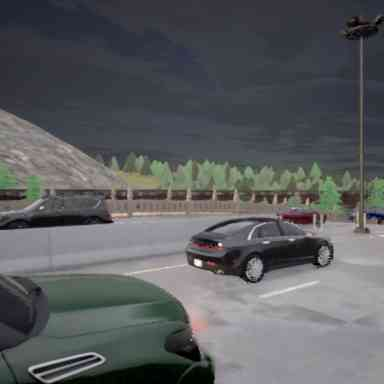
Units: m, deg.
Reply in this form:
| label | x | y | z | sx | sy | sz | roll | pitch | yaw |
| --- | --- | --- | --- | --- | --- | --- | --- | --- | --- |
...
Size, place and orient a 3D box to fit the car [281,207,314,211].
| label | x | y | z | sx | sy | sz | roll | pitch | yaw |
| --- | --- | --- | --- | --- | --- | --- | --- | --- | --- |
| car | 6.589 | 1.637 | 21.519 | 4.718 | 1.301 | 1.895 | 2 | -1 | -35 |

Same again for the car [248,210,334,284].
| label | x | y | z | sx | sy | sz | roll | pitch | yaw |
| --- | --- | --- | --- | --- | --- | --- | --- | --- | --- |
| car | 2.123 | 1.483 | 9.560 | 4.892 | 1.490 | 1.837 | 0 | 0 | -35 |

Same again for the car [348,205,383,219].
| label | x | y | z | sx | sy | sz | roll | pitch | yaw |
| --- | --- | --- | --- | --- | --- | --- | --- | --- | --- |
| car | 21.279 | 2.635 | 40.541 | 5.566 | 2.045 | 2.150 | 8 | -5 | -35 |

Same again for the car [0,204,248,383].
| label | x | y | z | sx | sy | sz | roll | pitch | yaw |
| --- | --- | --- | --- | --- | --- | --- | --- | --- | --- |
| car | -2.452 | 1.224 | 1.998 | 5.566 | 2.045 | 2.150 | 0 | 0 | -35 |

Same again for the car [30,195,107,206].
| label | x | y | z | sx | sy | sz | roll | pitch | yaw |
| --- | --- | --- | --- | --- | --- | --- | --- | --- | --- |
| car | -6.731 | 1.208 | 16.369 | 5.566 | 2.045 | 2.150 | 0 | 0 | -35 |
